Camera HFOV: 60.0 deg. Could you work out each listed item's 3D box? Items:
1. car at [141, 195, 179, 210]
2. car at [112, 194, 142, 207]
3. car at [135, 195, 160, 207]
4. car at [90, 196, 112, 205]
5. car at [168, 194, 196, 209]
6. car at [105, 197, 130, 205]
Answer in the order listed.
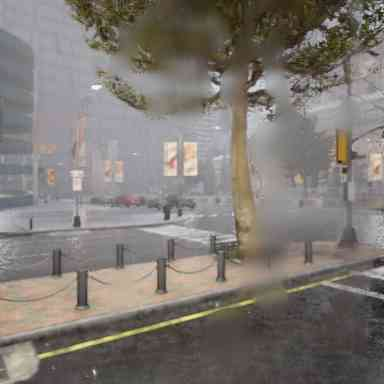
[{"bbox_3d":[-4.320,1.584,44.371,2.128,1.511,4.902,0,0,-35],"label":"car"},{"bbox_3d":[-10.070,1.314,52.380,2.150,2.045,5.566,0,0,-37],"label":"car"},{"bbox_3d":[-7.411,1.459,54.607,2.097,1.767,4.553,0,0,-37],"label":"car"},{"bbox_3d":[-16.591,1.594,60.096,4.892,1.490,1.837,0,0,43],"label":"car"},{"bbox_3d":[-1.709,1.328,46.744,2.150,2.045,5.566,0,0,-36],"label":"car"},{"bbox_3d":[-14.024,1.651,62.711,5.357,1.411,2.033,0,0,45],"label":"car"}]
